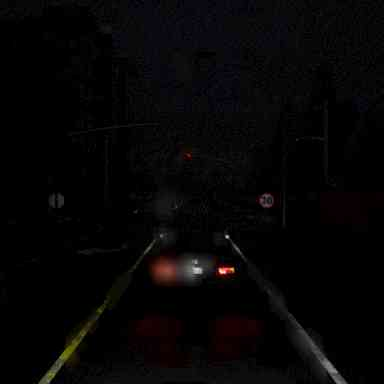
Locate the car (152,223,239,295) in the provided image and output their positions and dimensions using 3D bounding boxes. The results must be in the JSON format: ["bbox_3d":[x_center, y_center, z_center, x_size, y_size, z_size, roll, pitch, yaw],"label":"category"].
[{"bbox_3d":[0.078,1.547,8.849,2.033,1.411,5.357,0,0,0],"label":"car"}]

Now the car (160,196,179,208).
[{"bbox_3d":[-3.491,1.491,48.279,2.128,1.511,4.902,0,0,0],"label":"car"}]

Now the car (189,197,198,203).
[{"bbox_3d":[0.251,1.601,69.621,1.895,1.301,4.718,0,0,0],"label":"car"}]

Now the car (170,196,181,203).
[{"bbox_3d":[-3.352,1.547,68.862,2.033,1.411,5.357,0,0,0],"label":"car"}]

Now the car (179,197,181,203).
[{"bbox_3d":[-3.453,1.601,58.215,1.895,1.301,4.718,0,0,0],"label":"car"}]
